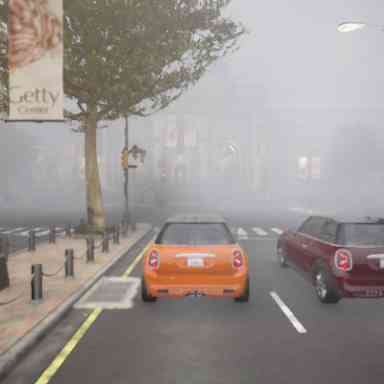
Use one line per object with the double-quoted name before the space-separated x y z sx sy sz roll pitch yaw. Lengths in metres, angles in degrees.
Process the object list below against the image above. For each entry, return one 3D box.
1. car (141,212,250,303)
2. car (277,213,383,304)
"car" 0.076 1.293 8.248 2.097 1.767 4.553 0 0 0
"car" 3.576 1.294 8.155 2.097 1.767 4.553 0 0 0
